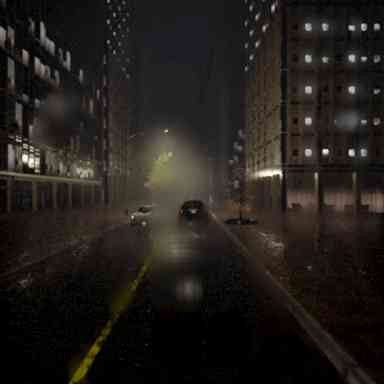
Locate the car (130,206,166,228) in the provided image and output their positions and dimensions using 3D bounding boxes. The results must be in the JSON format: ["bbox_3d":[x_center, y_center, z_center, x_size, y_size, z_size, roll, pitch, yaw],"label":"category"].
[{"bbox_3d":[-2.843,1.584,22.037,1.895,1.301,4.718,0,0,0],"label":"car"}]

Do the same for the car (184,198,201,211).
[{"bbox_3d":[0.098,1.541,41.798,2.033,1.411,5.357,0,0,0],"label":"car"}]

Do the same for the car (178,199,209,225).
[{"bbox_3d":[0.099,1.337,24.325,2.097,1.767,4.553,0,0,0],"label":"car"}]
